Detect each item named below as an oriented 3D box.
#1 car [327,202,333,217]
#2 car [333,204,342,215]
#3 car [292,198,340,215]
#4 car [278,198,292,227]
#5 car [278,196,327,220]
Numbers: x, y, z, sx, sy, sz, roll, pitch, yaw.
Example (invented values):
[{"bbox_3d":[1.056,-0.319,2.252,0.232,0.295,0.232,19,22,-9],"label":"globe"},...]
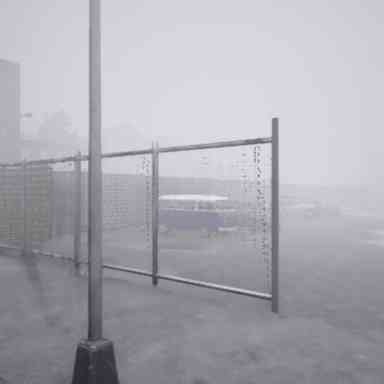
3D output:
[{"bbox_3d":[10.580,1.452,28.663,2.207,1.379,1.481,0,0,36],"label":"car"},{"bbox_3d":[11.322,1.349,30.751,4.611,1.667,2.242,0,0,36],"label":"car"},{"bbox_3d":[12.567,1.417,33.759,4.193,1.474,1.816,0,0,36],"label":"car"},{"bbox_3d":[4.888,1.414,23.785,3.633,1.501,1.845,0,0,36],"label":"car"},{"bbox_3d":[8.620,1.243,27.408,3.866,1.878,1.905,0,0,36],"label":"car"}]
